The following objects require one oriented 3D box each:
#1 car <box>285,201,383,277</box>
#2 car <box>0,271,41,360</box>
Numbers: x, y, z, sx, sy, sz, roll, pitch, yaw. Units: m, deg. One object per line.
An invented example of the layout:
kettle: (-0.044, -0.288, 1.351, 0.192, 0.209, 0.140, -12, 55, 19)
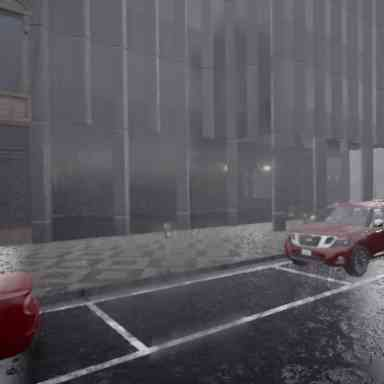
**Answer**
car: (5.034, 1.237, 10.135, 5.009, 1.841, 2.192, -1, 0, -35)
car: (-4.121, 1.555, 3.602, 4.507, 1.381, 1.887, -1, 0, -35)
